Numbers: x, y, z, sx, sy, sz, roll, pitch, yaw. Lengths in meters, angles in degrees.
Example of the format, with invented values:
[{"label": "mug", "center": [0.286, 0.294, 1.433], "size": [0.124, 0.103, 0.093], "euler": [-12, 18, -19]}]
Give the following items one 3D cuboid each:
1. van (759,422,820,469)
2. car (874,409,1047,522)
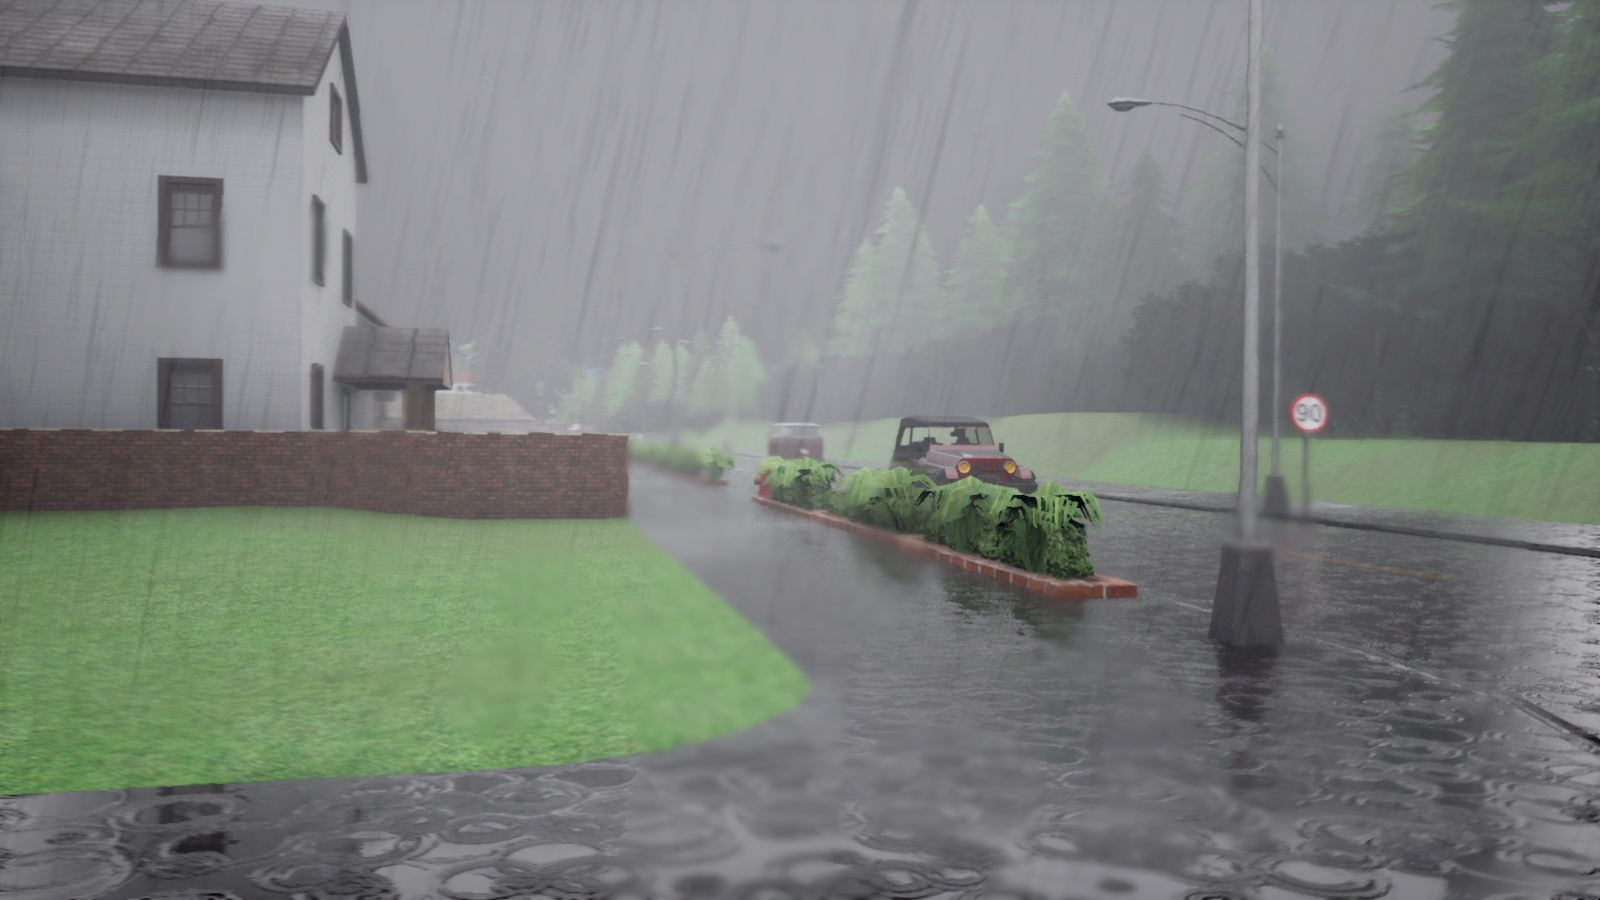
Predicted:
[{"label": "van", "center": [-0.528, -0.235, 55.748], "size": [1.775, 1.987, 4.442], "euler": [-1, 1, -13]}, {"label": "car", "center": [2.823, 0.234, 23.011], "size": [1.905, 1.878, 3.866], "euler": [-1, 1, -13]}]
